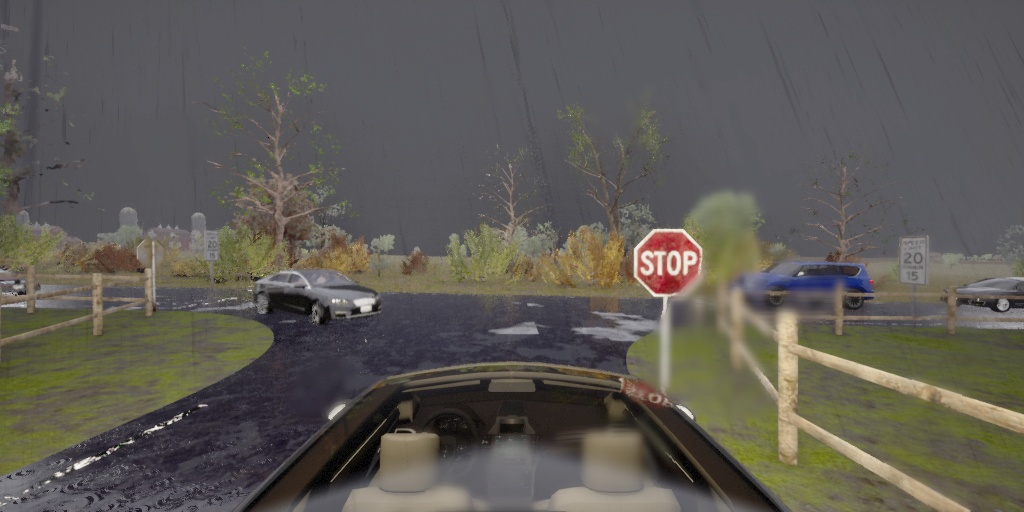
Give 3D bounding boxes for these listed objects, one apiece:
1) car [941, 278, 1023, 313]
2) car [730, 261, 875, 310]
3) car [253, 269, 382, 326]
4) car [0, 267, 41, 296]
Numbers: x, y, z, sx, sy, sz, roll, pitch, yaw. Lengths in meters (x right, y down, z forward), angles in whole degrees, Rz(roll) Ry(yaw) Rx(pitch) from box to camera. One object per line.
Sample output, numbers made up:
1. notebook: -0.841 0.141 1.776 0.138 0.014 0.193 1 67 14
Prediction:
1. car: 22.871 1.750 16.502 4.892 1.490 1.837 1 1 0
2. car: 13.252 1.261 16.514 5.566 2.045 2.150 1 1 0
3. car: -6.285 1.183 11.505 4.902 1.511 2.128 2 0 30
4. car: -21.057 0.864 13.621 4.674 1.442 1.812 1 1 0
